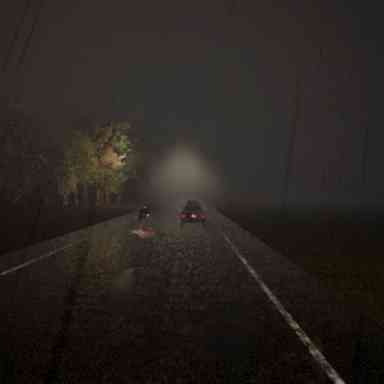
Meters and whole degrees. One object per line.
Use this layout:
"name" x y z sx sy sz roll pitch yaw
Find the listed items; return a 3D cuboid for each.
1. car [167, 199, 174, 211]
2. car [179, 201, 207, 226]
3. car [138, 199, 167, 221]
"car" -3.496 1.673 44.156 1.812 1.442 4.674 0 0 0
"car" 0.058 1.630 24.019 2.033 1.411 5.357 0 0 -1
"car" -3.462 1.606 28.764 1.837 1.490 4.892 0 0 0
